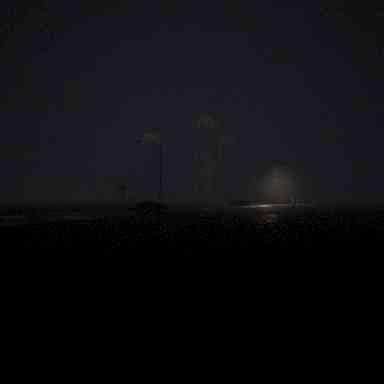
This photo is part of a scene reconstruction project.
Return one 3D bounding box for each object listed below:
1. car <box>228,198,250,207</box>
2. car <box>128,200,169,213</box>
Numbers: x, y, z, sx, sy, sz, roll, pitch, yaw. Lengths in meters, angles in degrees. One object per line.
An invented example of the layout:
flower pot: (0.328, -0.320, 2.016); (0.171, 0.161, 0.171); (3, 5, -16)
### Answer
car: (8.236, 1.828, 58.051); (2.033, 1.411, 5.357); (1, 0, 36)
car: (-5.083, 1.702, 39.383); (2.033, 1.411, 5.357); (1, 0, 35)
